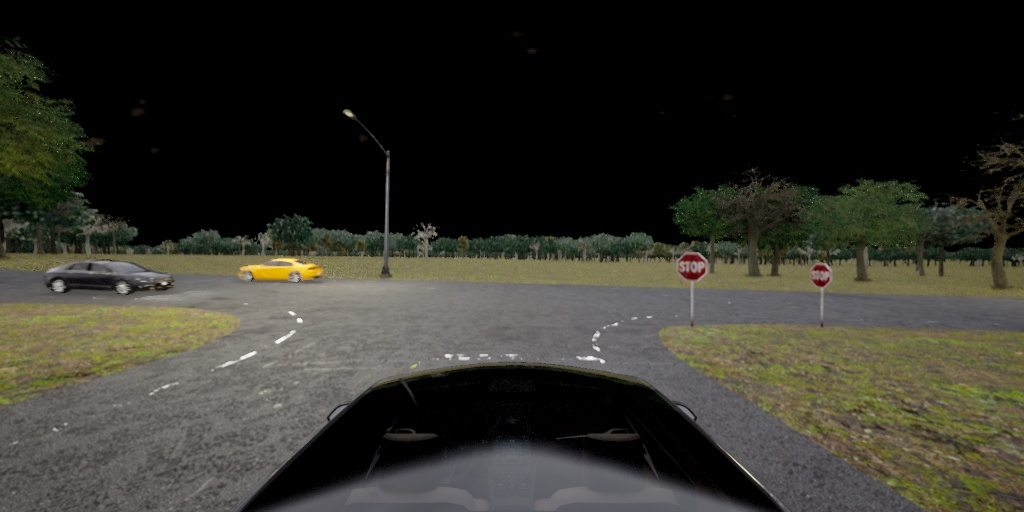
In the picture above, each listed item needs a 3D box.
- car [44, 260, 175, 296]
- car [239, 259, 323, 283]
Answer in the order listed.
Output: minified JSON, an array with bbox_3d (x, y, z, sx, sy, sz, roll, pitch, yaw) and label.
[{"bbox_3d":[-18.749,0.975,16.826,4.892,1.490,1.837,2,1,0],"label":"car"},{"bbox_3d":[-15.282,0.928,23.826,5.008,1.535,1.882,2,1,0],"label":"car"}]
